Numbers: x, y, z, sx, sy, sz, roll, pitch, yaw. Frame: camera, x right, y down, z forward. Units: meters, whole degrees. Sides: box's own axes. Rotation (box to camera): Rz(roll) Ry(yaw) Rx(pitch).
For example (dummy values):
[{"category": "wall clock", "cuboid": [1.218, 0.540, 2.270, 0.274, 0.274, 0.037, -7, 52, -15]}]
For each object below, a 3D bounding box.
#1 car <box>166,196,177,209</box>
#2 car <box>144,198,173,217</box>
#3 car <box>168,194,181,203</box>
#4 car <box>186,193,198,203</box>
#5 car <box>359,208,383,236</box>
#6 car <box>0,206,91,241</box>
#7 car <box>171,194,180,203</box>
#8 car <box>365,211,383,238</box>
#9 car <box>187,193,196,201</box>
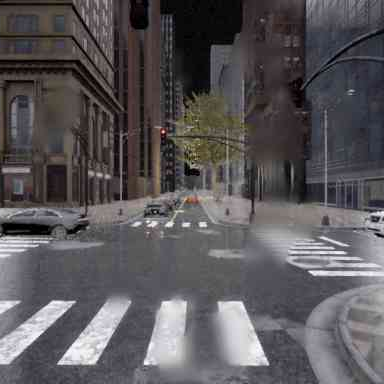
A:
[{"category": "car", "cuboid": [-3.144, 1.470, 39.078, 1.895, 1.301, 4.718, 0, 0, 0]}, {"category": "car", "cuboid": [-3.134, 1.490, 30.286, 1.994, 1.385, 4.181, 0, 0, 0]}, {"category": "car", "cuboid": [-3.119, 1.192, 59.811, 2.128, 1.511, 4.902, 0, 1, 1]}, {"category": "car", "cuboid": [0.022, 1.043, 60.775, 2.097, 1.767, 4.553, 0, 1, 0]}, {"category": "car", "cuboid": [11.907, 1.632, 18.342, 4.403, 1.369, 2.008, 0, 0, 0]}, {"category": "car", "cuboid": [-7.325, 1.446, 15.763, 4.902, 1.511, 2.128, 1, 0, 0]}, {"category": "car", "cuboid": [-3.153, 1.393, 49.415, 1.895, 1.301, 4.718, 0, 0, 0]}, {"category": "car", "cuboid": [11.290, 1.300, 15.680, 5.566, 2.045, 2.150, 1, 0, 0]}, {"category": "car", "cuboid": [-0.043, 1.063, 70.662, 1.882, 1.535, 5.008, 0, 1, 0]}]
